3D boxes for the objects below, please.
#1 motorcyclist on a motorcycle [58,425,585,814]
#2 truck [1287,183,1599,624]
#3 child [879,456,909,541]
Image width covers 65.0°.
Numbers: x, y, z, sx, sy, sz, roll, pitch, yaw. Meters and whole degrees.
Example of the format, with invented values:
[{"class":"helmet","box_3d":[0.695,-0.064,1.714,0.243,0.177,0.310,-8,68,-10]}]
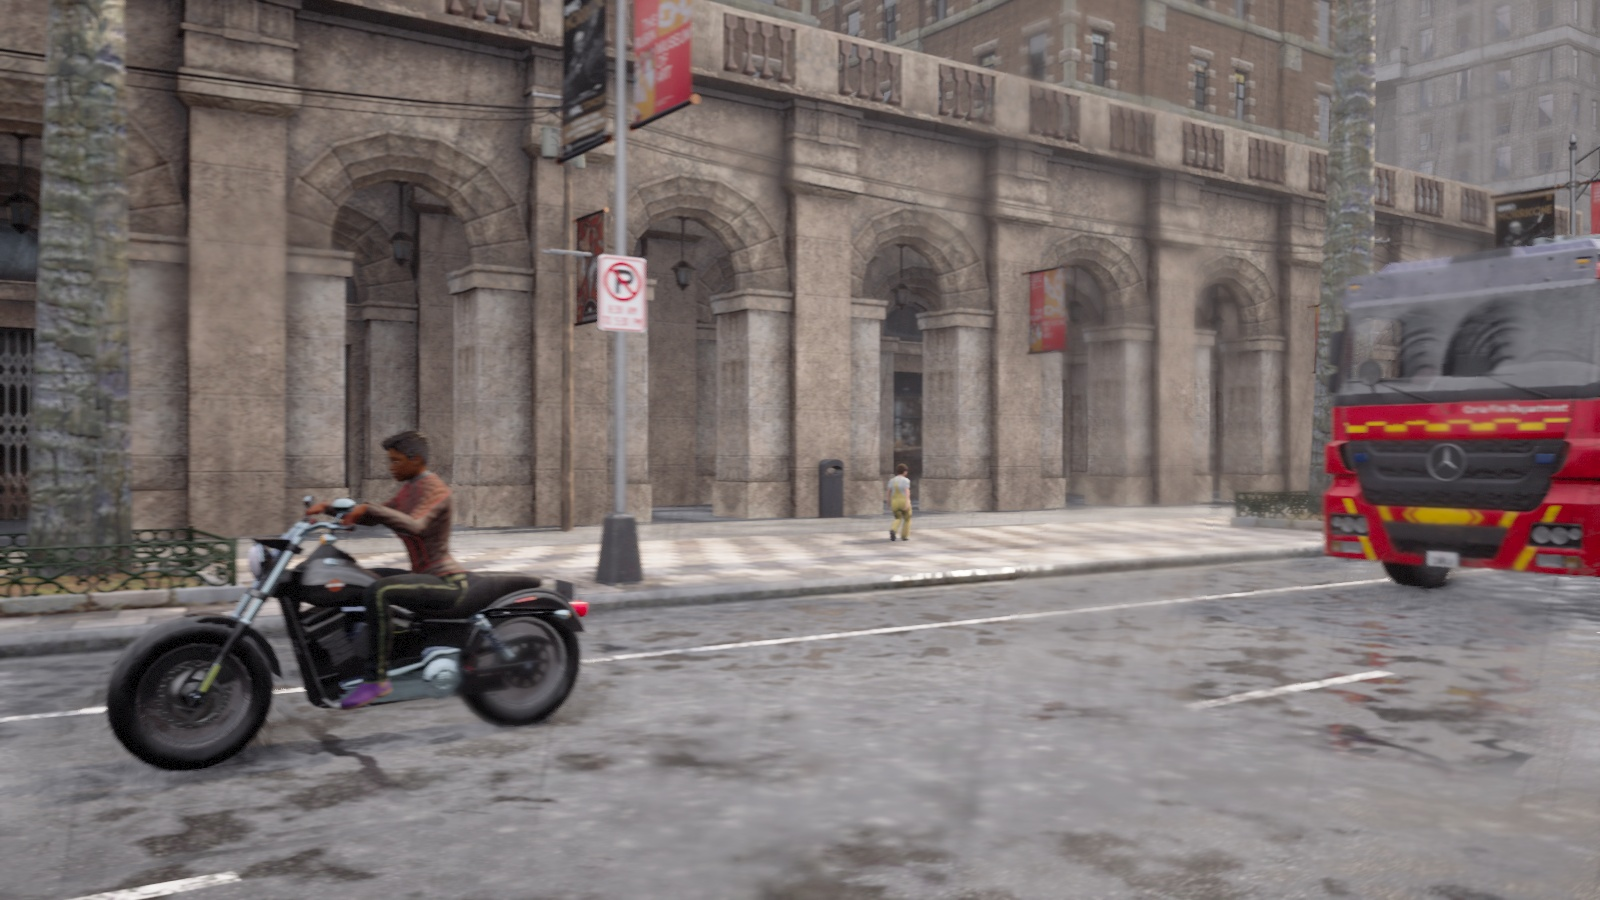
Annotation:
[{"class":"motorcyclist on a motorcycle","box_3d":[-2.328,0.715,6.303,2.350,1.649,0.766,0,0,-35]},{"class":"truck","box_3d":[9.475,-0.405,14.470,8.468,3.827,2.891,0,0,-34]},{"class":"child","box_3d":[1.426,0.724,19.031,0.270,1.263,0.437,0,0,32]}]
